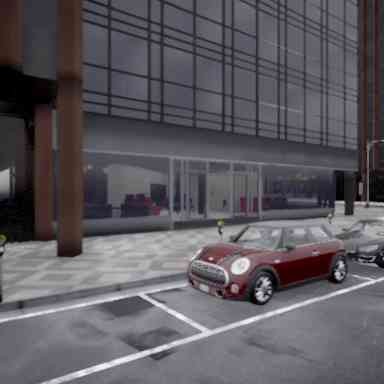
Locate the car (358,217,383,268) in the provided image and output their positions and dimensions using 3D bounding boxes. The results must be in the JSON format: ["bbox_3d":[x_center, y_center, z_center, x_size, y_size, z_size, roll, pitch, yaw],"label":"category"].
[{"bbox_3d":[6.321,1.564,11.172,4.403,1.369,2.008,0,0,-36],"label":"car"}]

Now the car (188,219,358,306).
[{"bbox_3d":[1.882,1.447,7.998,4.097,1.590,1.967,0,0,-36],"label":"car"}]
